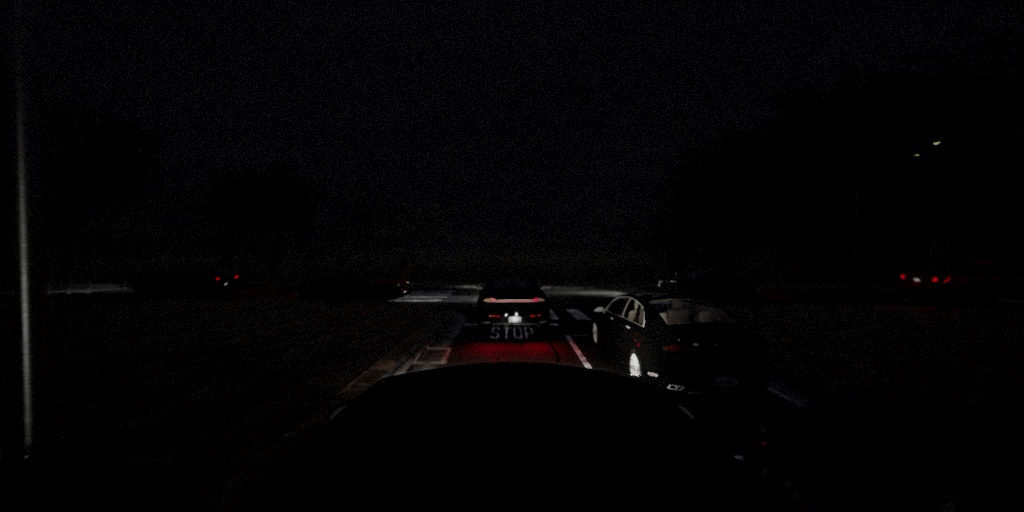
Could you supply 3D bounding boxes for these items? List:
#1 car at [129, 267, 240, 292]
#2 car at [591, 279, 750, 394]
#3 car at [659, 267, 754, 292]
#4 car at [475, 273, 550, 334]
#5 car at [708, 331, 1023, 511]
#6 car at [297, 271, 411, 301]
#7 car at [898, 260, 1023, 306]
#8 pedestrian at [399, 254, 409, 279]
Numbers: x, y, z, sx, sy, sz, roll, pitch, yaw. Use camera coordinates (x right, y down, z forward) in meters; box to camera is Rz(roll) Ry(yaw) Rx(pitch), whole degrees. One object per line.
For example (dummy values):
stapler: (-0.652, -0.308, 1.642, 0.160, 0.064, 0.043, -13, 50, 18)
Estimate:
car: (-18.060, 1.257, 19.860, 4.718, 1.301, 1.895, 0, 1, 0)
car: (2.641, 1.305, 6.565, 2.007, 1.370, 4.403, 0, 0, 0)
car: (10.599, 1.339, 19.848, 4.902, 1.511, 2.128, 0, 1, 0)
car: (-0.059, 1.250, 10.657, 2.128, 1.511, 4.902, 0, 0, -3)
car: (2.635, 1.331, 1.033, 1.802, 1.307, 4.207, 0, 0, 0)
car: (-7.275, 1.362, 16.907, 4.718, 1.301, 1.895, 0, 1, 0)
car: (21.727, 1.238, 16.888, 5.566, 2.045, 2.150, 1, 1, 0)
pedestrian: (-6.860, 0.783, 22.756, 0.375, 1.860, 0.375, 0, 1, 0)
